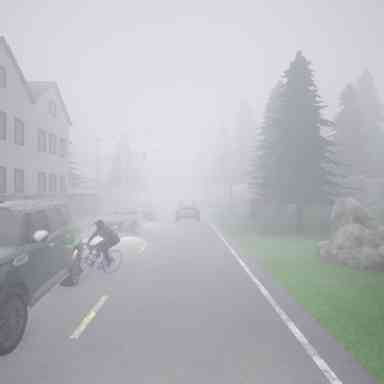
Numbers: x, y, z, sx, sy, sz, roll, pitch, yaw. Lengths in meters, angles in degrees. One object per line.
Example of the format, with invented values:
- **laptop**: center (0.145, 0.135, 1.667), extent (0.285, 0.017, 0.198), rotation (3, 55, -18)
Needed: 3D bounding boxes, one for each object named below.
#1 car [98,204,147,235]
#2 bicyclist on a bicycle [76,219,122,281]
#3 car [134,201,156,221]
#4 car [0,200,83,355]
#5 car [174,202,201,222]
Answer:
- **car**: center (-3.899, 1.564, 18.633), extent (1.994, 1.385, 4.181), rotation (0, 0, -2)
- **bicyclist on a bicycle**: center (-2.391, 1.491, 8.669), extent (0.582, 1.620, 1.656), rotation (20, 14, 36)
- **car**: center (-3.974, 1.505, 27.205), extent (1.837, 1.490, 4.892), rotation (0, 0, -1)
- **car**: center (-3.718, 1.211, 6.363), extent (2.150, 2.045, 5.566), rotation (0, 0, -4)
- **car**: center (-0.353, 1.491, 26.106), extent (2.128, 1.511, 4.902), rotation (0, 0, -1)
